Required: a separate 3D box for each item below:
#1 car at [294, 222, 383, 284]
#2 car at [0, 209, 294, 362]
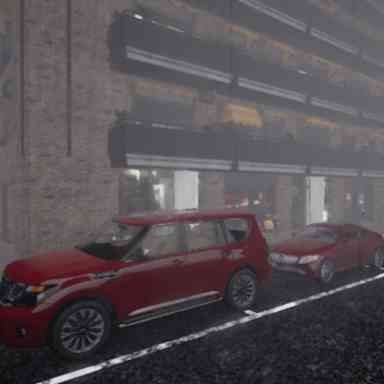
[{"bbox_3d":[3.881,1.529,9.391,4.206,1.307,1.802,0,0,-36],"label":"car"},{"bbox_3d":[-0.688,1.297,6.088,5.009,1.841,2.192,0,0,-36],"label":"car"}]
